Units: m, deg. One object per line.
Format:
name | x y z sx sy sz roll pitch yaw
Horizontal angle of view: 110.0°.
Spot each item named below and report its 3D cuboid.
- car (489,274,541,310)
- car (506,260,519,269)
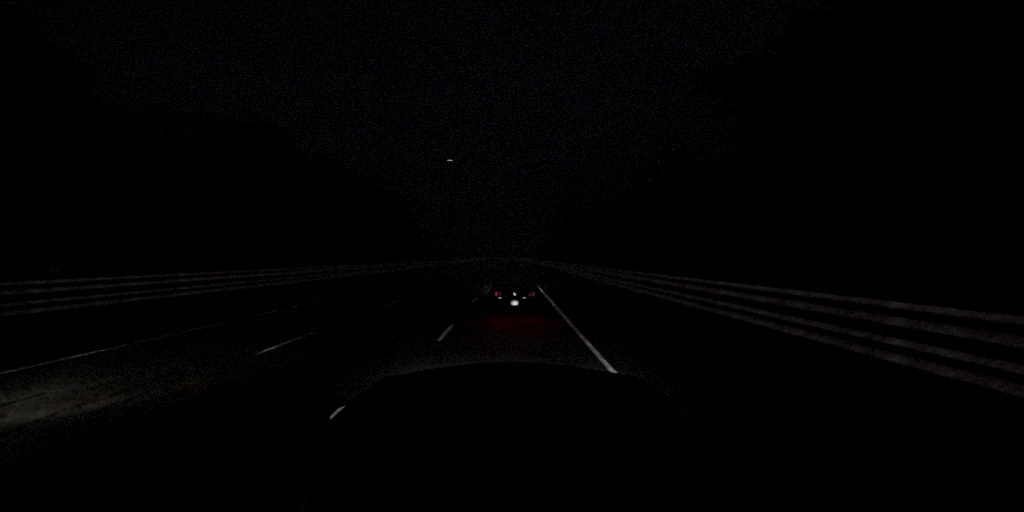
car | 0.105 1.395 15.057 1.895 1.301 4.718 0 0 0
car | 0.124 1.410 60.408 1.837 1.490 4.892 0 0 0
